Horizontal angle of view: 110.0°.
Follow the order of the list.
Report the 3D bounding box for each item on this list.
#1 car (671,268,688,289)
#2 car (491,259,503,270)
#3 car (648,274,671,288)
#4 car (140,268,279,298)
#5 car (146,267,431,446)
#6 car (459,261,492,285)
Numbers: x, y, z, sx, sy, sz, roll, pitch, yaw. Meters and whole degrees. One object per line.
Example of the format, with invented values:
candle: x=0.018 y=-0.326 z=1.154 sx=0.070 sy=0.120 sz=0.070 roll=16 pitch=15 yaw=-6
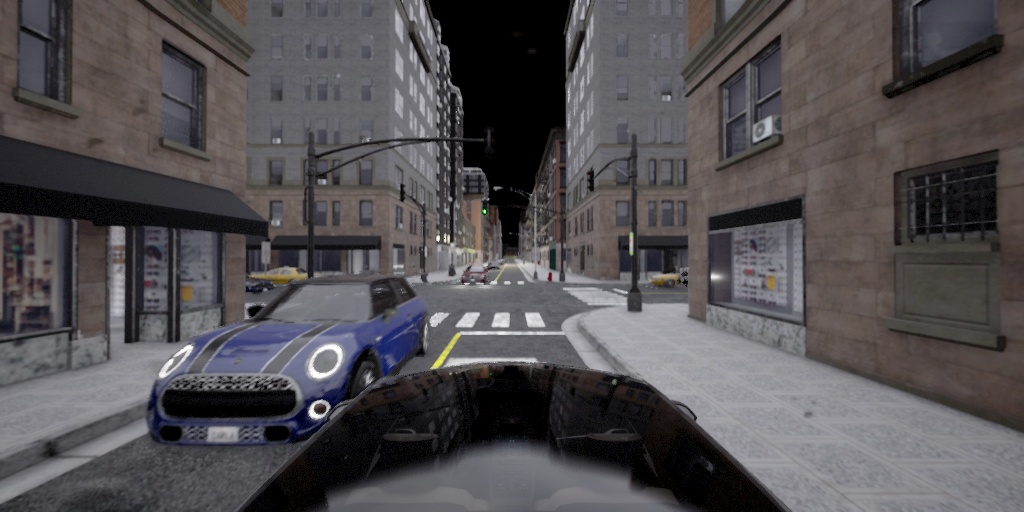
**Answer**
car: x=12.885 y=1.049 z=21.308 sx=5.566 sy=2.045 sz=2.150 roll=0 pitch=0 yaw=0
car: x=-2.802 y=1.470 z=56.222 sx=1.837 sy=1.490 sz=4.892 roll=0 pitch=2 yaw=0
car: x=11.611 y=1.374 z=23.837 sx=4.829 sy=1.417 sz=1.751 roll=0 pitch=0 yaw=0
car: x=-15.302 y=1.331 z=18.368 sx=5.357 sy=1.411 sz=2.033 roll=0 pitch=0 yaw=0
car: x=-2.755 y=1.111 z=5.660 sx=2.097 sy=1.767 sz=4.553 roll=0 pitch=0 yaw=0
car: x=-2.769 y=1.408 z=27.566 sx=1.812 sy=1.442 sz=4.674 roll=0 pitch=1 yaw=0
